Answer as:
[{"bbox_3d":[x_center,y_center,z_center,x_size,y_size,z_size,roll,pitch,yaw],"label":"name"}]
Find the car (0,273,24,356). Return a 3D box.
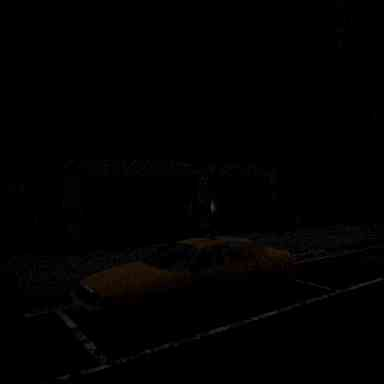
[{"bbox_3d":[-4.239,1.566,3.635,4.313,1.339,1.947,0,-1,-36],"label":"car"}]

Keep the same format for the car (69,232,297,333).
[{"bbox_3d":[0.102,1.524,6.738,4.829,1.417,1.752,0,-1,-36],"label":"car"}]
